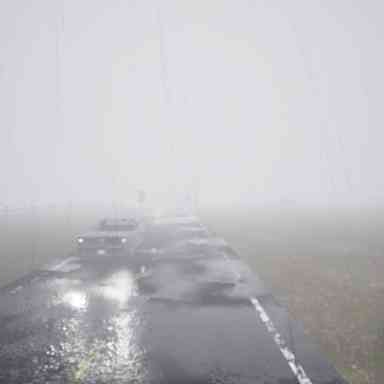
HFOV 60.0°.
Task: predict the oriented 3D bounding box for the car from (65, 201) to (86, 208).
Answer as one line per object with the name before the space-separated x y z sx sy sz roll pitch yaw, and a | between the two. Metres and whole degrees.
car | -23.906 2.549 69.001 4.892 1.490 1.837 -1 -2 16

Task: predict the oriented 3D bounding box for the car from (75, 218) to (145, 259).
car | -3.065 1.727 13.273 1.895 1.301 4.718 0 -1 -2

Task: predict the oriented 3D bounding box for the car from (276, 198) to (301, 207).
car | 16.449 1.790 57.548 4.674 1.442 1.812 -1 -2 16
